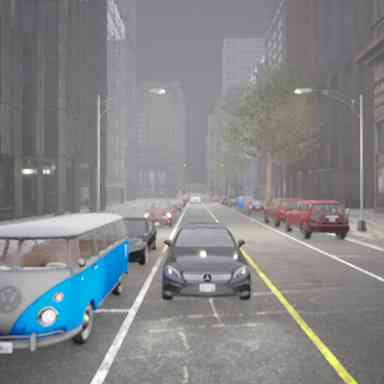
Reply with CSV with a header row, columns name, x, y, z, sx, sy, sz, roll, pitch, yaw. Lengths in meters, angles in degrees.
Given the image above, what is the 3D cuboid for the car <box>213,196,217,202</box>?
name,x,y,z,sx,sy,sz,roll,pitch,yaw
car,6.641,1.819,79.342,1.947,1.339,4.313,0,0,0

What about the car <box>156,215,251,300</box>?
name,x,y,z,sx,sy,sz,roll,pitch,yaw
car,0.304,1.537,8.544,1.812,1.442,4.674,0,0,0

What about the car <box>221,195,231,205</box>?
name,x,y,z,sx,sy,sz,roll,pitch,yaw
car,6.519,1.713,56.783,1.947,1.339,4.313,0,0,0

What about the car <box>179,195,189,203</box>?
name,x,y,z,sx,sy,sz,roll,pitch,yaw
car,-1.885,1.568,79.395,2.192,1.841,5.009,0,0,0

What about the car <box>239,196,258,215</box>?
name,x,y,z,sx,sy,sz,roll,pitch,yaw
car,6.399,1.513,34.227,1.967,1.590,4.097,0,0,0

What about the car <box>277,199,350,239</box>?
name,x,y,z,sx,sy,sz,roll,pitch,yaw
car,6.308,1.345,17.310,2.192,1.841,5.009,0,0,0

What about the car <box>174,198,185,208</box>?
name,x,y,z,sx,sy,sz,roll,pitch,yaw
car,-2.096,1.670,39.925,1.802,1.307,4.206,0,0,0

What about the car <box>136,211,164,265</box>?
name,x,y,z,sx,sy,sz,roll,pitch,yaw
car,-2.247,1.583,11.730,1.947,1.339,4.313,0,0,0

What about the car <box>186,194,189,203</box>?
name,x,y,z,sx,sy,sz,roll,pitch,yaw
car,-2.006,1.462,56.840,2.192,1.841,5.009,0,0,0

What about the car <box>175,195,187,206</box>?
name,x,y,z,sx,sy,sz,roll,pitch,yaw
car,-2.037,1.648,51.032,1.752,1.417,4.829,0,0,0

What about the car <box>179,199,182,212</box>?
name,x,y,z,sx,sy,sz,roll,pitch,yaw
car,-2.156,1.603,28.646,1.887,1.381,4.507,0,0,0

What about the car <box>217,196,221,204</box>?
name,x,y,z,sx,sy,sz,roll,pitch,yaw
car,6.549,1.488,62.425,2.192,1.841,5.009,0,0,0

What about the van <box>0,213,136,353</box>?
name,x,y,z,sx,sy,sz,roll,pitch,yaw
van,-2.276,1.349,6.091,1.690,1.788,3.998,0,0,0

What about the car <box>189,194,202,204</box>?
name,x,y,z,sx,sy,sz,roll,pitch,yaw
car,0.718,1.416,66.985,2.150,2.045,5.566,0,0,0

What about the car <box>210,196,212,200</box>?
name,x,y,z,sx,sy,sz,roll,pitch,yaw
car,6.701,1.892,90.620,1.802,1.307,4.206,0,0,0

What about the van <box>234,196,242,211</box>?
name,x,y,z,sx,sy,sz,roll,pitch,yaw
van,6.430,1.429,39.867,1.690,1.788,3.998,0,0,0

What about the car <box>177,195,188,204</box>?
name,x,y,z,sx,sy,sz,roll,pitch,yaw
car,-1.946,1.515,68.118,2.192,1.841,5.009,0,0,0

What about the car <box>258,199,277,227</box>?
name,x,y,z,sx,sy,sz,roll,pitch,yaw
car,6.339,1.359,22.948,2.192,1.841,5.009,0,0,0

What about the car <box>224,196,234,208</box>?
name,x,y,z,sx,sy,sz,roll,pitch,yaw
car,6.489,1.705,51.146,1.802,1.307,4.206,0,0,0

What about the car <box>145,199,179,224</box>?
name,x,y,z,sx,sy,sz,roll,pitch,yaw
car,-2.187,1.484,23.008,1.967,1.590,4.097,0,0,0
